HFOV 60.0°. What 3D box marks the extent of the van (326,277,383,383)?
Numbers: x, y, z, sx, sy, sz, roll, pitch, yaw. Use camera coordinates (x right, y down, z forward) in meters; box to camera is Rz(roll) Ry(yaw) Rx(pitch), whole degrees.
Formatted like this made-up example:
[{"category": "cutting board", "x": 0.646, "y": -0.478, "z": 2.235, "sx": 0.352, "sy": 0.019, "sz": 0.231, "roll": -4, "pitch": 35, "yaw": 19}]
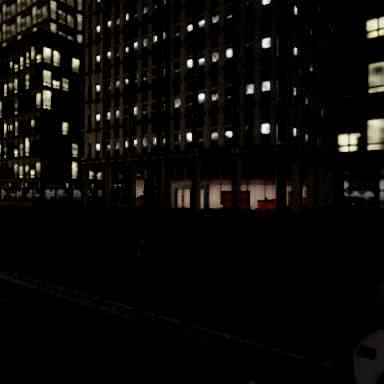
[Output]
[{"category": "van", "x": 2.496, "y": 1.345, "z": 1.088, "sx": 3.998, "sy": 1.788, "sz": 1.690, "roll": 0, "pitch": 0, "yaw": 36}]
